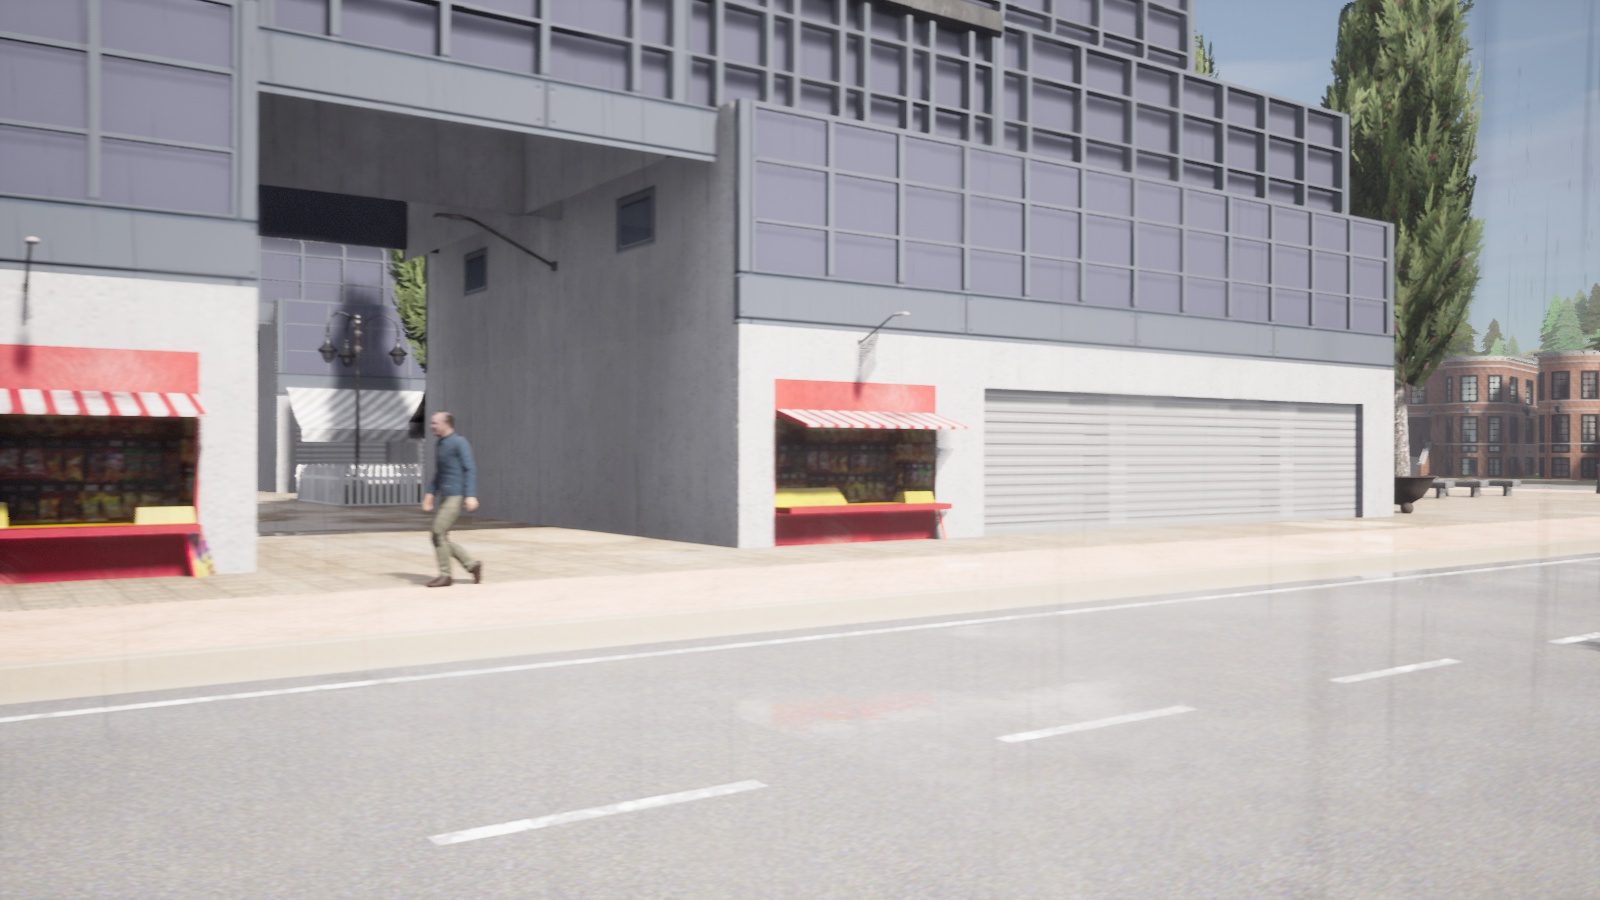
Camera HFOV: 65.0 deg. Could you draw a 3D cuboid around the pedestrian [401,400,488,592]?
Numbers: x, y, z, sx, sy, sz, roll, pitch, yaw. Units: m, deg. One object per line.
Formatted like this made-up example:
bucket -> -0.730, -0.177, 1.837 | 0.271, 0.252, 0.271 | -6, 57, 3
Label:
pedestrian -> -3.518, 0.441, 12.427 | 0.726, 1.842, 0.402 | 0, 0, -37
